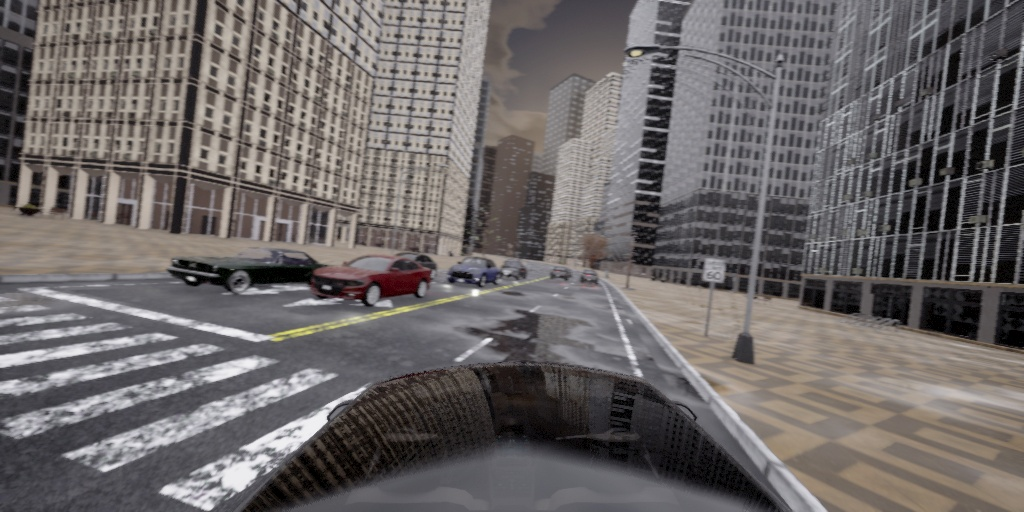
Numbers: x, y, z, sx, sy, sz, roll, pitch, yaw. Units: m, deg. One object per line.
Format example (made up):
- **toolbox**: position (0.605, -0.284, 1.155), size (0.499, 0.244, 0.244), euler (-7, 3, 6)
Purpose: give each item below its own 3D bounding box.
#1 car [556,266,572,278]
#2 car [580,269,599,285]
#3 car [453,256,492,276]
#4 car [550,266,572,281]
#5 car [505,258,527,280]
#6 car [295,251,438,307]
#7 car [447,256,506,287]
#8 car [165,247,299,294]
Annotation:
- **car**: position (7.569, 2.279, 51.517), size (1.994, 1.385, 4.181), euler (7, 0, 10)
- **car**: position (8.700, 2.341, 40.274), size (2.128, 1.511, 4.902), euler (7, 0, 12)
- **car**: position (-3.340, 0.898, 31.479), size (1.812, 1.442, 4.674), euler (7, 0, 13)
- **car**: position (5.457, 1.946, 40.551), size (2.128, 1.511, 4.902), euler (7, 0, 13)
- **car**: position (0.140, 1.289, 32.189), size (2.128, 1.511, 4.902), euler (7, 0, 13)
- **car**: position (-4.557, 0.680, 12.409), size (1.882, 1.535, 5.008), euler (7, 0, 14)
- **car**: position (-2.236, 0.849, 22.087), size (2.097, 1.767, 4.553), euler (7, 0, 14)
- **car**: position (-8.061, 0.374, 11.758), size (1.895, 1.301, 4.718), euler (7, 0, 14)
